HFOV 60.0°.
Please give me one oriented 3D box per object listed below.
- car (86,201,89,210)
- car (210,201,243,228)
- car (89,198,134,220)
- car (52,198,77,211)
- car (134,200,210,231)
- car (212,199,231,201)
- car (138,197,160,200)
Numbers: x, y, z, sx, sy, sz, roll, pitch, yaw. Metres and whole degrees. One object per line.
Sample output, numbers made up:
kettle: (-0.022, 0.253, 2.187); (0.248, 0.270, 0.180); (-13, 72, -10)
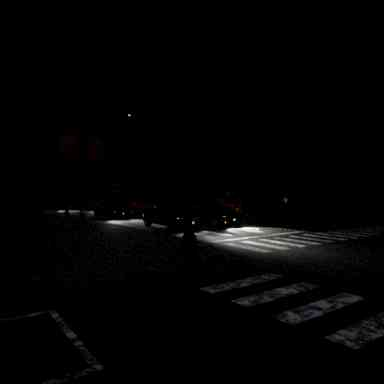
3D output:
car: (-11.381, 1.465, 40.255); (1.812, 1.442, 4.674); (0, 0, -36)
car: (1.476, 1.537, 22.328); (1.994, 1.385, 4.181); (0, 0, -36)
car: (-6.869, 1.467, 28.375); (1.837, 1.490, 4.892); (0, 0, -36)
car: (-15.665, 1.487, 40.654); (2.033, 1.411, 5.357); (0, 0, -35)
car: (-1.376, 1.468, 20.730); (2.128, 1.511, 4.902); (0, 0, -36)
car: (2.667, 1.430, 32.123); (1.882, 1.535, 5.008); (0, 0, -35)
car: (-3.511, 1.312, 29.272); (2.097, 1.767, 4.553); (0, 0, -36)
